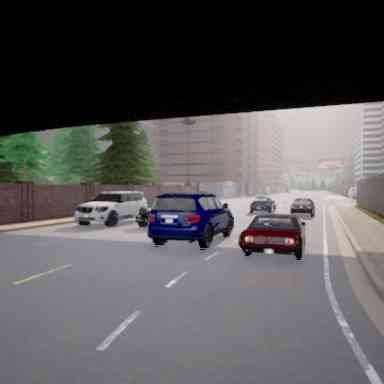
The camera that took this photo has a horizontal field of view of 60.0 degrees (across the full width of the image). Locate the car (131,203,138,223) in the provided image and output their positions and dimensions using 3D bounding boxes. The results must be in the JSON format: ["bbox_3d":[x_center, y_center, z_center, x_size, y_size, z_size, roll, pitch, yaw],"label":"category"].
[{"bbox_3d":[-1.452,1.409,19.966,1.895,1.301,4.718,0,1,21],"label":"car"}]

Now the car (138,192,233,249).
[{"bbox_3d":[0.148,1.052,13.980,2.150,2.045,5.566,0,1,20],"label":"car"}]

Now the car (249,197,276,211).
[{"bbox_3d":[6.496,1.165,30.324,1.812,1.442,4.674,0,1,21],"label":"car"}]

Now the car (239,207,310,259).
[{"bbox_3d":[3.105,1.457,12.039,1.895,1.301,4.718,0,1,21],"label":"car"}]

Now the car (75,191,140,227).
[{"bbox_3d":[-4.839,0.956,20.922,2.150,2.045,5.566,0,1,22],"label":"car"}]

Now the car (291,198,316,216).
[{"bbox_3d":[9.388,1.216,28.126,2.033,1.411,5.357,0,1,21],"label":"car"}]
